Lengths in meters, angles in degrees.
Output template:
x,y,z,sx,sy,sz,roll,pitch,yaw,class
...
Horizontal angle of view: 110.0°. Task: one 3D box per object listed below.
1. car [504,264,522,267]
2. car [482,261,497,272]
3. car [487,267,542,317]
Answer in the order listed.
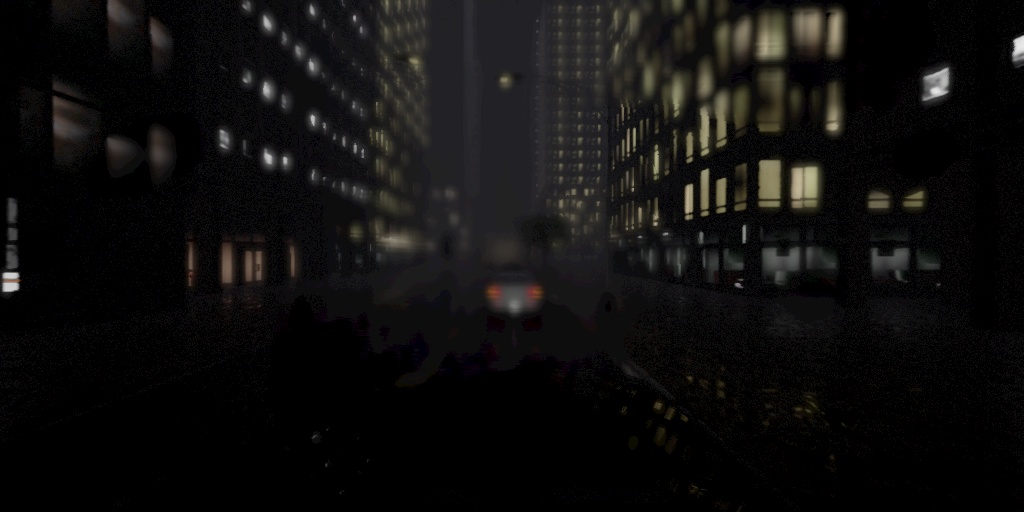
x,y,z,sx,sy,sz,roll,pitch,yaw,class
0.082,1.311,27.851,1.837,1.490,4.892,0,0,0,car
-3.063,1.414,50.158,2.033,1.411,5.357,0,0,0,car
0.079,1.298,13.239,1.812,1.442,4.674,0,0,0,car
